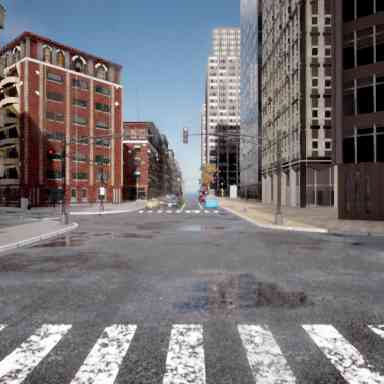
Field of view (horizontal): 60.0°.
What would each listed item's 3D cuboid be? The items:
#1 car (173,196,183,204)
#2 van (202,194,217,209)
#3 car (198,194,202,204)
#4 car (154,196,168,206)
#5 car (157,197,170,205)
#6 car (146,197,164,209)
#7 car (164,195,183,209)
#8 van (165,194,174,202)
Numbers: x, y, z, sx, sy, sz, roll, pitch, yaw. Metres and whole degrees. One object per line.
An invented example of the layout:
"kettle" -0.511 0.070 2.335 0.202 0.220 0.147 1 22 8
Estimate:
"car" -2.759 1.618 66.402 1.812 1.442 4.674 0 0 1
"van" 2.580 1.384 45.757 1.690 1.788 3.998 0 0 0
"car" 2.583 1.641 67.966 1.887 1.381 4.507 0 0 0
"car" -5.299 1.507 56.864 1.967 1.590 4.097 0 0 0
"car" -5.298 1.647 62.416 1.947 1.339 4.313 0 0 0
"car" -5.301 1.568 45.589 1.752 1.417 4.829 0 0 0
"car" -2.802 1.535 45.948 2.128 1.511 4.902 0 0 2
"van" -5.294 1.470 79.072 1.690 1.788 3.998 0 0 0
